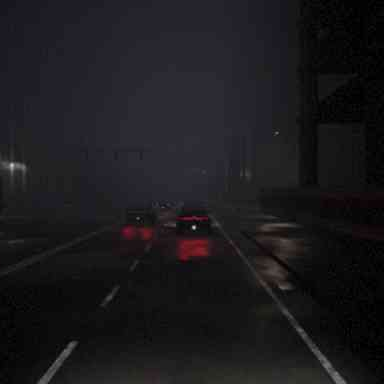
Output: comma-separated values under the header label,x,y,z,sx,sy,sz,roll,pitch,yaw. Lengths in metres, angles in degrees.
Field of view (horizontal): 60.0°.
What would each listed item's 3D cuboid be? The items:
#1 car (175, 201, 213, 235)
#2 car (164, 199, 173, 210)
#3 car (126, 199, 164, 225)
label,x,y,z,sx,sy,sz,roll,pitch,yaw
car,0.096,1.477,18.711,1.837,1.490,4.892,0,0,0
car,-3.412,1.539,41.571,1.895,1.301,4.718,0,0,0
car,-3.405,1.457,23.422,2.128,1.511,4.902,0,0,0
